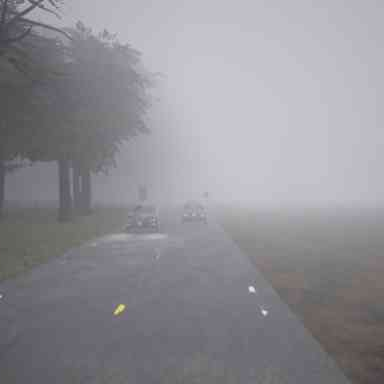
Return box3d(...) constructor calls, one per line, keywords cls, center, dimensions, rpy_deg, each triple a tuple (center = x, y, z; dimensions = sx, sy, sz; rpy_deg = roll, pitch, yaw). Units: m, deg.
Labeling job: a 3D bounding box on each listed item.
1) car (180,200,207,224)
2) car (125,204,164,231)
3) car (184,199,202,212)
box3d(cls="car", center=(0.109, 1.544, 24.392), dimensions=(2.033, 1.411, 5.357), rpy_deg=(0, 0, -1))
box3d(cls="car", center=(-2.816, 1.503, 20.437), dimensions=(1.837, 1.490, 4.892), rpy_deg=(0, -1, 0))
box3d(cls="car", center=(0.103, 1.591, 39.665), dimensions=(1.994, 1.385, 4.181), rpy_deg=(0, 0, 0))
